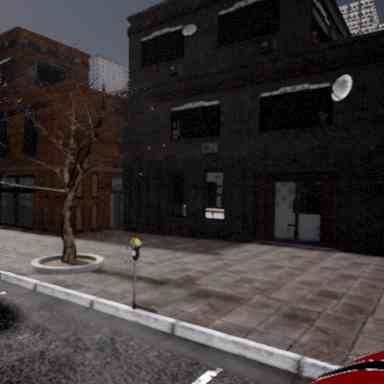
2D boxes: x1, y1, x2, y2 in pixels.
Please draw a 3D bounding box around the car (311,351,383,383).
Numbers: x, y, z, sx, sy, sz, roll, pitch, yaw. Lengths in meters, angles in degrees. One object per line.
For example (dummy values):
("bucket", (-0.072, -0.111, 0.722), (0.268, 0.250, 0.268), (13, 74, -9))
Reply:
("car", (2.291, 1.440, 1.219), (4.097, 1.590, 1.967), (0, 1, 36))
